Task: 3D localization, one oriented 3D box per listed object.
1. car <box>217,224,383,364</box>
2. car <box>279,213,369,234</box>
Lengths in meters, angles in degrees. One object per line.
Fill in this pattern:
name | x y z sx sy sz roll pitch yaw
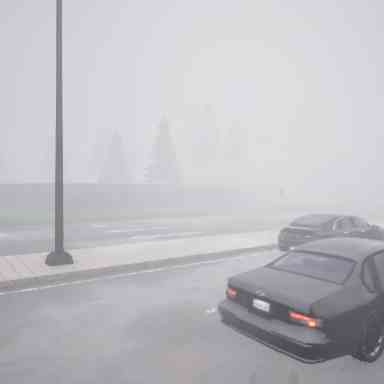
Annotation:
car | 2.954 1.547 5.853 5.357 1.411 2.033 0 0 -35
car | 5.084 1.504 11.671 4.892 1.490 1.837 0 0 -35
